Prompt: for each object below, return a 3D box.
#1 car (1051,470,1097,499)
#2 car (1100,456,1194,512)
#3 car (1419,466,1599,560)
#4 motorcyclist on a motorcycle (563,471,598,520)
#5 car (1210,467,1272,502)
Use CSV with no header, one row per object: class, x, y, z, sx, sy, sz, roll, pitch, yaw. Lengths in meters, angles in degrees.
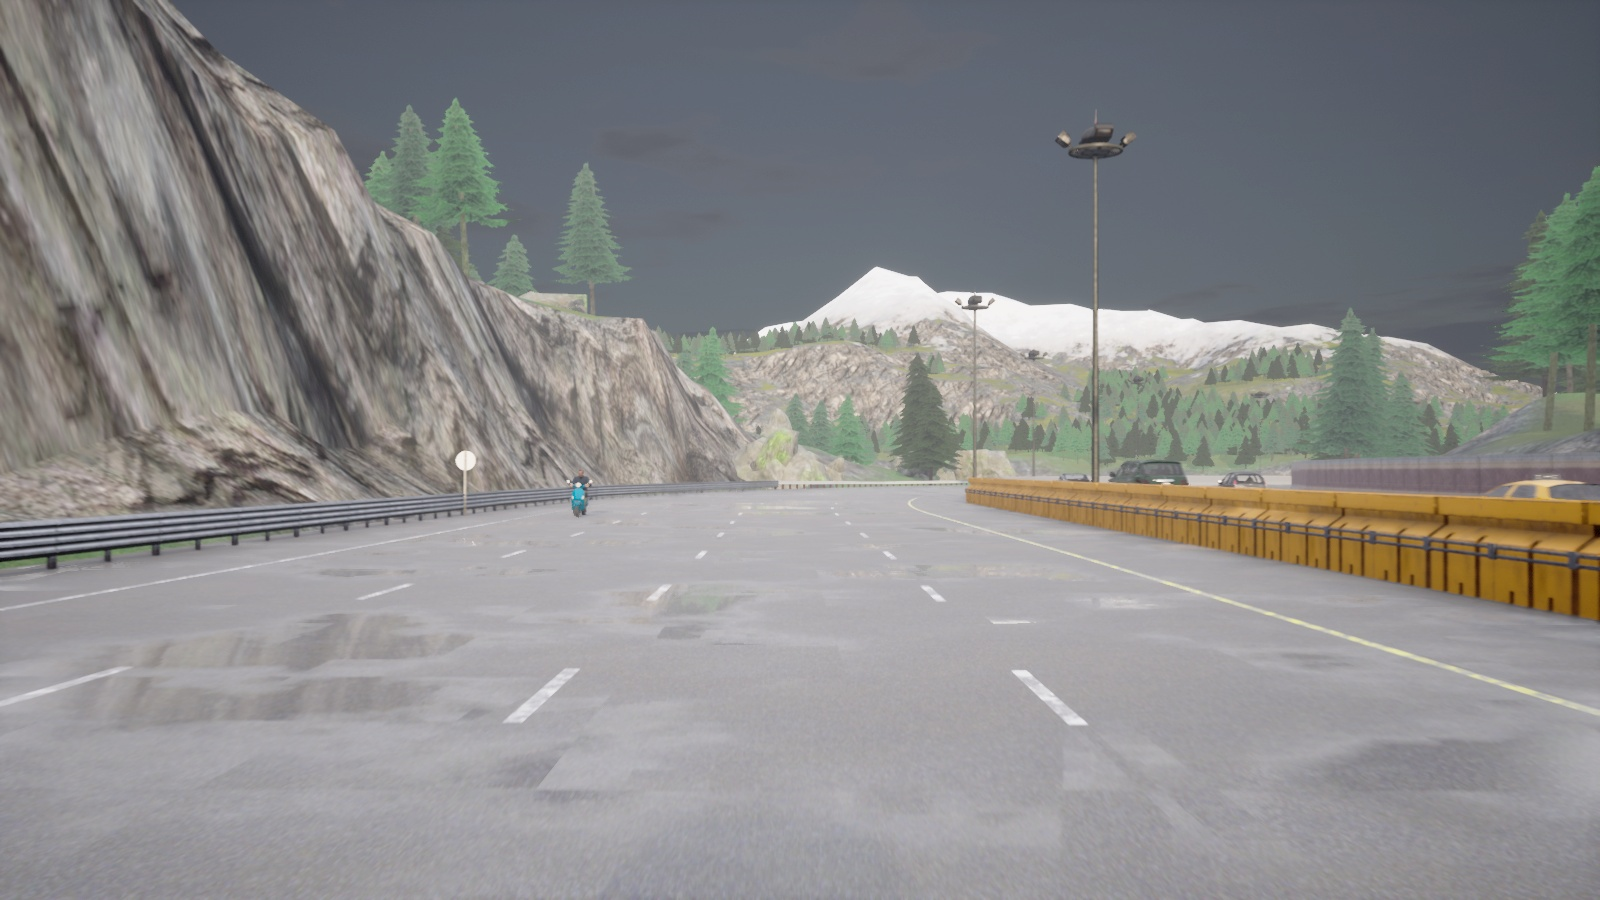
car,15.047,1.869,69.225,2.128,1.511,4.902,0,-1,8
car,13.584,1.308,49.504,2.150,2.045,5.566,0,-1,0
car,13.925,1.095,23.676,1.801,1.575,5.366,0,-1,-1
motorcyclist on a motorcycle,-7.338,1.501,41.987,0.866,1.590,1.817,0,-1,-1
car,21.025,1.634,60.052,1.851,1.617,3.988,0,-1,5
